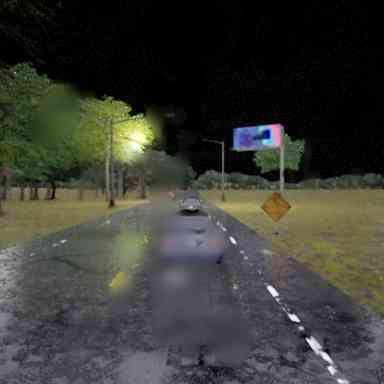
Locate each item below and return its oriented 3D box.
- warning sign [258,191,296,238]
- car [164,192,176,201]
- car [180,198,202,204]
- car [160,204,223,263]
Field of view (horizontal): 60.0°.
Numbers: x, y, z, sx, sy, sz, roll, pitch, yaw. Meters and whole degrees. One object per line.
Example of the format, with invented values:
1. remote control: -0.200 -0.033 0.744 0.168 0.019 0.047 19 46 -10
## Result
1. warning sign: 3.509 0.896 13.890 1.300 1.860 1.060 0 1 0
2. car: -3.911 0.814 59.669 1.882 1.535 5.008 0 1 0
3. car: -0.087 1.153 28.410 1.994 1.385 4.181 0 1 0
4. car: 0.001 1.371 11.171 2.033 1.411 5.357 0 1 0
